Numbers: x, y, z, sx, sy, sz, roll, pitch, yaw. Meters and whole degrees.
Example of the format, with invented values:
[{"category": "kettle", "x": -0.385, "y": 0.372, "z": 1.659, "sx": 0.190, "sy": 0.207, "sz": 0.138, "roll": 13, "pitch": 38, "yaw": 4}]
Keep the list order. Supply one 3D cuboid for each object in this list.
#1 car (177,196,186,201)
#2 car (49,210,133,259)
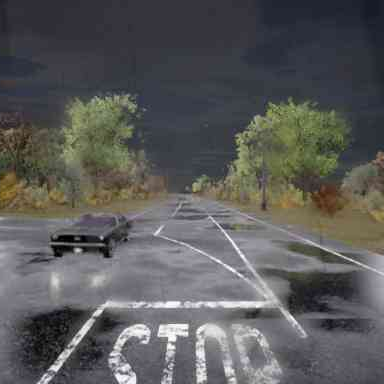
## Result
[{"category": "car", "x": -2.755, "y": 1.614, "z": 86.221, "sx": 1.994, "sy": 1.385, "sz": 4.181, "roll": 0, "pitch": 0, "yaw": 6}, {"category": "car", "x": -3.498, "y": 1.411, "z": 12.372, "sx": 1.895, "sy": 1.301, "sz": 4.718, "roll": 1, "pitch": 2, "yaw": 0}]
